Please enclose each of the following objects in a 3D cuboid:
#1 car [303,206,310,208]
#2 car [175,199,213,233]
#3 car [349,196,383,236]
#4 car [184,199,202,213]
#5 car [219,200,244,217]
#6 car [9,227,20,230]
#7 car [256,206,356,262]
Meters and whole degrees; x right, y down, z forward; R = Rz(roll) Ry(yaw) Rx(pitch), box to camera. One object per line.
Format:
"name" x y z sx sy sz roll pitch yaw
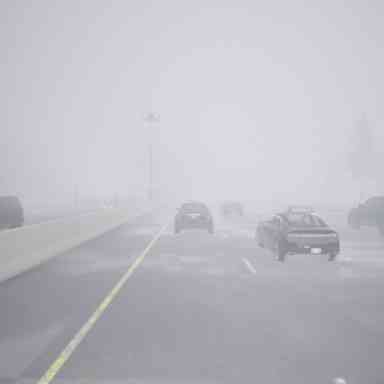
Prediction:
"car" 7.101 1.594 22.789 1.895 1.301 4.718 0 0 0
"car" 0.105 1.346 19.827 2.097 1.767 4.553 0 0 0
"car" 10.603 1.216 17.993 2.150 2.045 5.566 0 0 0
"car" 0.106 1.536 38.703 2.033 1.411 5.357 0 0 0
"car" 3.605 1.482 30.825 2.128 1.511 4.902 0 0 0
"car" -10.596 1.216 16.707 2.150 2.045 5.566 0 0 0
"car" 3.603 1.488 12.082 2.128 1.511 4.902 0 0 0
